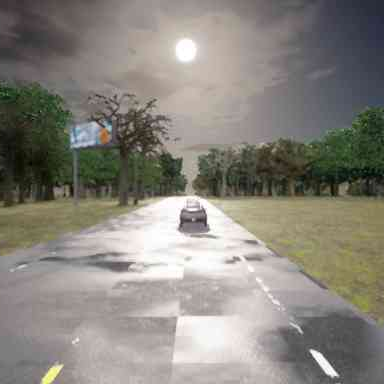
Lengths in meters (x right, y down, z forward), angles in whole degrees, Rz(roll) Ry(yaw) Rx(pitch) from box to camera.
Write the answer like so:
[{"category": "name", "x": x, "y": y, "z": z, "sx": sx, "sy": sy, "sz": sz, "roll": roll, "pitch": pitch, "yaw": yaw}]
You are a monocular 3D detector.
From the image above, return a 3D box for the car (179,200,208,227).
[{"category": "car", "x": 0.097, "y": 1.554, "z": 23.538, "sx": 2.128, "sy": 1.511, "sz": 4.902, "roll": 0, "pitch": 0, "yaw": 0}]
